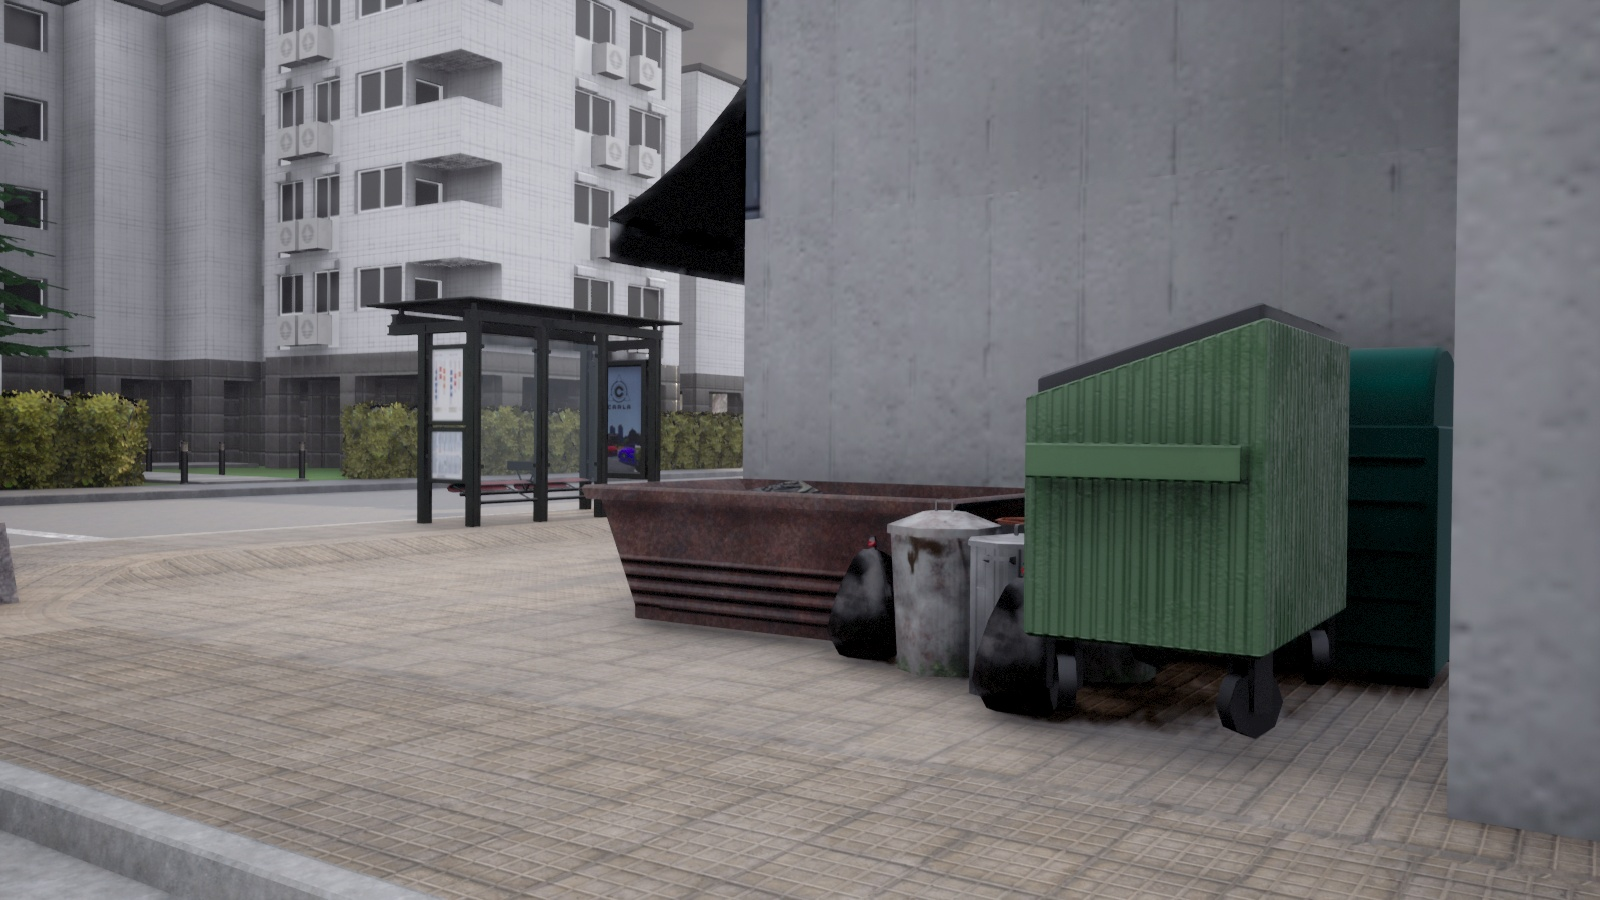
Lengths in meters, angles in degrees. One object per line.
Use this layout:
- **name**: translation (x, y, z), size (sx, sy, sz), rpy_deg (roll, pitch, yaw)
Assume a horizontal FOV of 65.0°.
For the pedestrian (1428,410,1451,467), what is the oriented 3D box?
- **pedestrian**: translation (21.925, -0.398, 43.071), size (0.692, 1.930, 0.395), rpy_deg (0, 1, 28)
